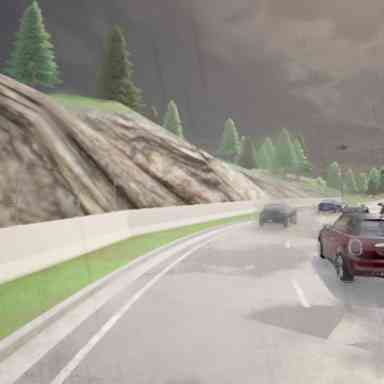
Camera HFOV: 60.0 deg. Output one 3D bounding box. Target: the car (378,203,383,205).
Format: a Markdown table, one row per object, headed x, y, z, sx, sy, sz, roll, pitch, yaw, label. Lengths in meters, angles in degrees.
| x | y | z | sx | sy | sz | roll | pitch | yaw | label |
| --- | --- | --- | --- | --- | --- | --- | --- | --- | --- |
| 13.812 | 1.335 | 22.190 | 2.150 | 2.045 | 5.566 | 0 | 0 | 30 | car |

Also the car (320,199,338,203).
| x | y | z | sx | sy | sz | roll | pitch | yaw | label |
| --- | --- | --- | --- | --- | --- | --- | --- | --- | --- |
| 16.054 | 1.609 | 38.705 | 1.882 | 1.535 | 5.008 | 0 | 0 | 33 | car |

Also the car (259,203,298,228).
| x | y | z | sx | sy | sz | roll | pitch | yaw | label |
| --- | --- | --- | --- | --- | --- | --- | --- | --- | --- |
| 5.999 | 1.554 | 22.823 | 1.837 | 1.490 | 4.892 | 0 | 0 | 28 | car |

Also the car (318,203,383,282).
| x | y | z | sx | sy | sz | roll | pitch | yaw | label |
| --- | --- | --- | --- | --- | --- | --- | --- | --- | --- |
| 5.107 | 1.394 | 9.818 | 2.097 | 1.767 | 4.553 | 1 | 0 | 12 | car |
